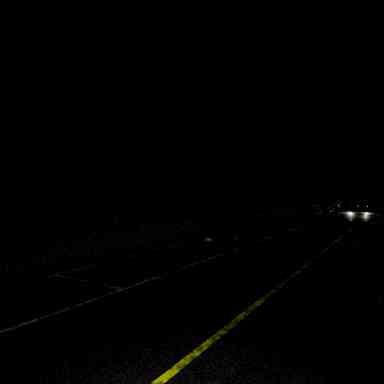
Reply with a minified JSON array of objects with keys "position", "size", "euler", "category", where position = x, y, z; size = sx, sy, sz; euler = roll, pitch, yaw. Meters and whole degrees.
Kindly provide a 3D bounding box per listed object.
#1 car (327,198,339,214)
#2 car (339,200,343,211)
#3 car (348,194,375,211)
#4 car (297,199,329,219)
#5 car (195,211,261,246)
[{"position":[13.448,1.567,34.165],"size":[1.947,1.339,4.313],"euler":[0,0,32],"category":"car"},{"position":[16.359,1.442,38.861],"size":[1.967,1.590,4.097],"euler":[0,0,32],"category":"car"},{"position":[20.545,1.208,40.553],"size":[2.150,2.045,5.566],"euler":[0,0,32],"category":"car"},{"position":[10.538,1.583,29.468],"size":[1.802,1.307,4.206],"euler":[0,0,32],"category":"car"},{"position":[1.807,1.566,15.379],"size":[1.947,1.339,4.313],"euler":[0,0,32],"category":"car"}]
